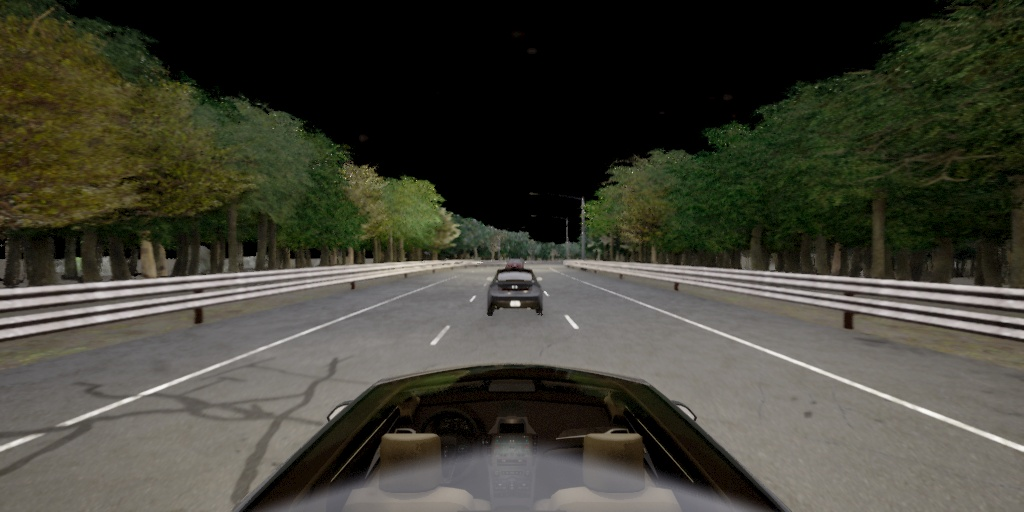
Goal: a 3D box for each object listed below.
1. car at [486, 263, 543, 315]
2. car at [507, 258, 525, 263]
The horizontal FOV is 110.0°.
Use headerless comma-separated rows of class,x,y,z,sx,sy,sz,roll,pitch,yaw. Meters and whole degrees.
car,0.096,1.182,13.214,1.837,1.490,4.892,0,0,0
car,0.419,1.049,43.029,2.097,1.767,4.553,0,0,2
